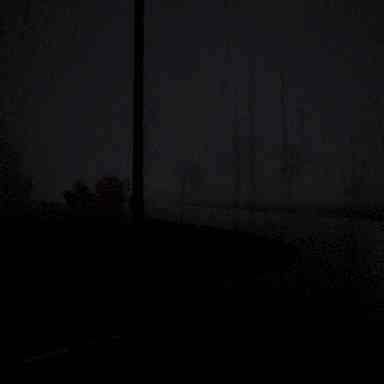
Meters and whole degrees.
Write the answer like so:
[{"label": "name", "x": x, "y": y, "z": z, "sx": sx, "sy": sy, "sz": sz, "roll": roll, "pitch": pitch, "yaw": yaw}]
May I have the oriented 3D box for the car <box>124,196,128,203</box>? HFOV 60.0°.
[{"label": "car", "x": -11.218, "y": 1.123, "z": 56.545, "sx": 1.895, "sy": 1.301, "sz": 4.718, "roll": 0, "pitch": 1, "yaw": -35}]
